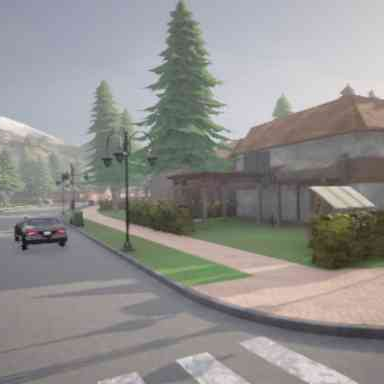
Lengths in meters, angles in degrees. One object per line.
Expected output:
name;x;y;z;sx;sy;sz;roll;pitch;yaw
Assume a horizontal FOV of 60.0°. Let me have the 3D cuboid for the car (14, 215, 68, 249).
car;-7.411;1.805;16.106;2.033;1.411;5.357;-1;0;-32
